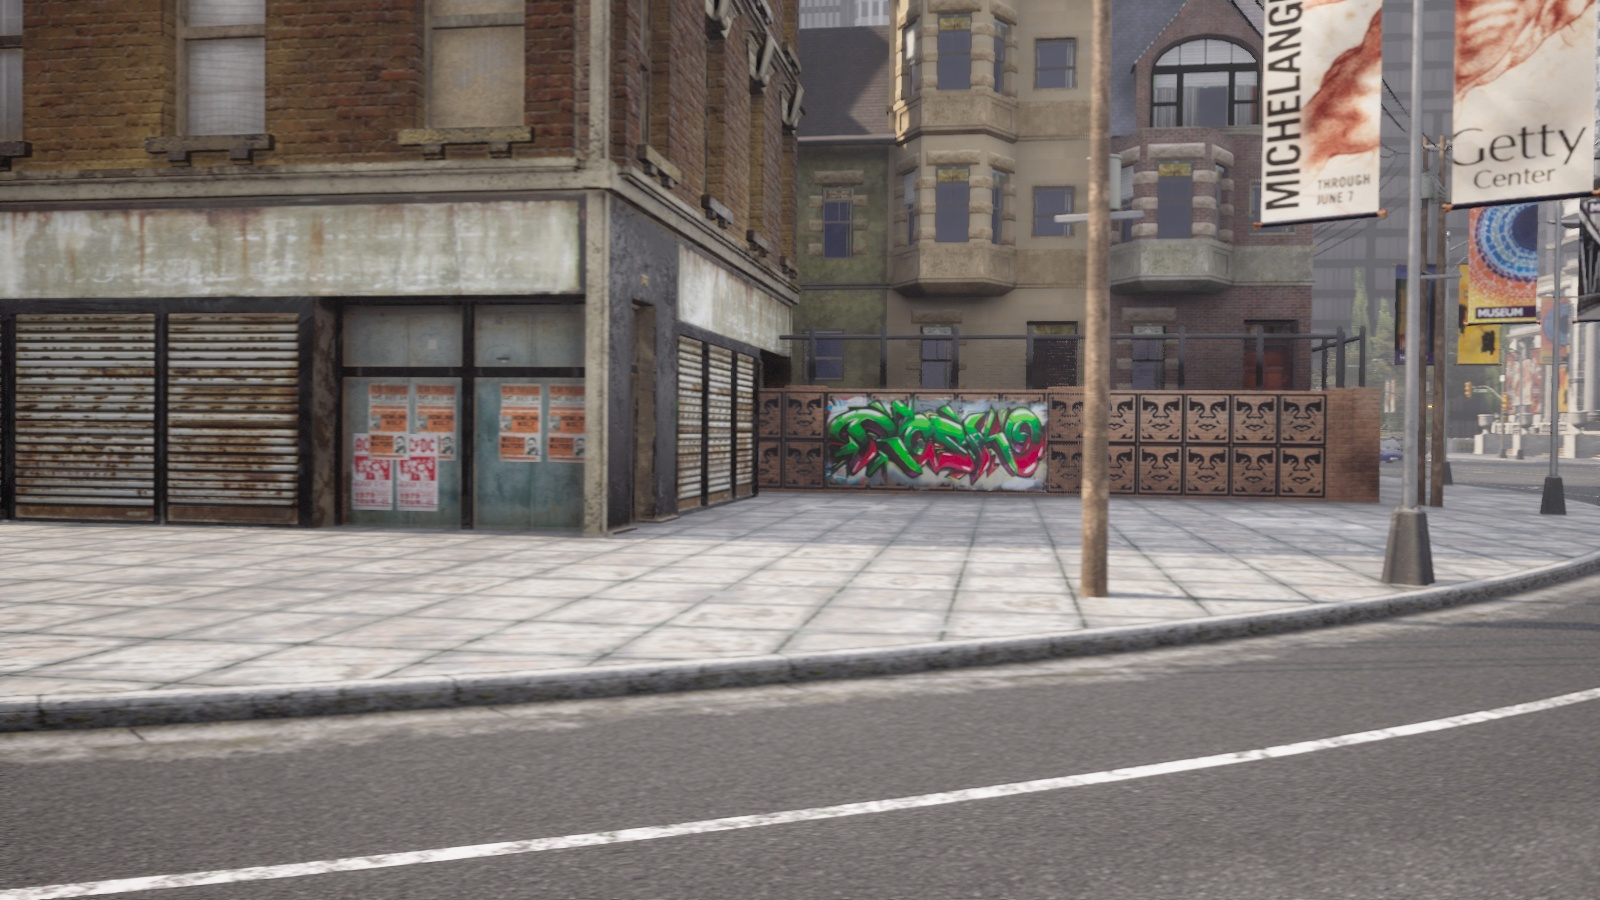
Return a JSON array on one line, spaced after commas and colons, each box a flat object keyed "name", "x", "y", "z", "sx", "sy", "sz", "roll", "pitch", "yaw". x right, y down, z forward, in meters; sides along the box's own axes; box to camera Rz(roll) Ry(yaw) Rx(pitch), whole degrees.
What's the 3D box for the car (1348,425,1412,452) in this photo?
[{"name": "car", "x": 33.248, "y": -0.668, "z": 72.097, "sx": 2.163, "sy": 1.488, "sz": 4.792, "roll": 0, "pitch": 1, "yaw": 10}]
